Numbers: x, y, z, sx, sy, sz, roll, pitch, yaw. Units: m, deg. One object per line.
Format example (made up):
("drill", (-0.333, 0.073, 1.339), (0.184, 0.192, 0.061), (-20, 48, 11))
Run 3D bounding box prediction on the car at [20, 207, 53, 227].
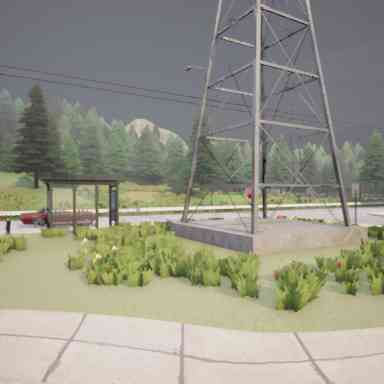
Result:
("car", (-8.865, 1.614, 22.280), (4.718, 1.301, 1.895), (0, 0, -29))
